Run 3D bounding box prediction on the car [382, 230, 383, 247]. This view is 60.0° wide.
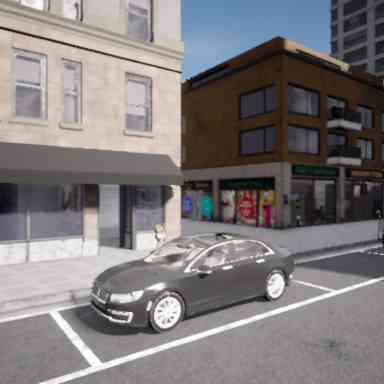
[{"bbox_3d":[9.221,1.528,13.122,4.507,1.381,1.887,0,0,-36],"label":"car"}]

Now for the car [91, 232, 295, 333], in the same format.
[{"bbox_3d":[0.229,1.547,6.699,4.403,1.369,2.008,0,0,-36],"label":"car"}]
